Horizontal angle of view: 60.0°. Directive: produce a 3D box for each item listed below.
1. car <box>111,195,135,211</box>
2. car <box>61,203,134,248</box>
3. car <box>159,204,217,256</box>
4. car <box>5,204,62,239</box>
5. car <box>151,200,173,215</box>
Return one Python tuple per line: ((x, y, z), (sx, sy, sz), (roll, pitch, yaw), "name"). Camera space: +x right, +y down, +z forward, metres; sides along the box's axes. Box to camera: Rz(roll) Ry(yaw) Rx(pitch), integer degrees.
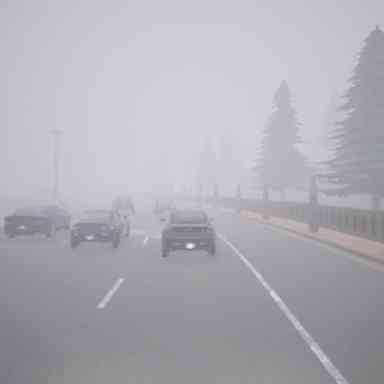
((-6.941, 1.111, 33.267), (2.097, 1.767, 4.553), (0, 0, -14), "car")
((-3.800, 1.422, 14.195), (1.812, 1.442, 4.674), (0, 0, -4), "car")
((-0.195, 1.412, 12.731), (1.837, 1.490, 4.892), (0, 0, -3), "car")
((-7.529, 1.356, 16.771), (1.882, 1.535, 5.008), (0, 0, -6), "car")
((-2.718, 1.377, 30.938), (1.895, 1.301, 4.718), (0, 0, -12), "car")
